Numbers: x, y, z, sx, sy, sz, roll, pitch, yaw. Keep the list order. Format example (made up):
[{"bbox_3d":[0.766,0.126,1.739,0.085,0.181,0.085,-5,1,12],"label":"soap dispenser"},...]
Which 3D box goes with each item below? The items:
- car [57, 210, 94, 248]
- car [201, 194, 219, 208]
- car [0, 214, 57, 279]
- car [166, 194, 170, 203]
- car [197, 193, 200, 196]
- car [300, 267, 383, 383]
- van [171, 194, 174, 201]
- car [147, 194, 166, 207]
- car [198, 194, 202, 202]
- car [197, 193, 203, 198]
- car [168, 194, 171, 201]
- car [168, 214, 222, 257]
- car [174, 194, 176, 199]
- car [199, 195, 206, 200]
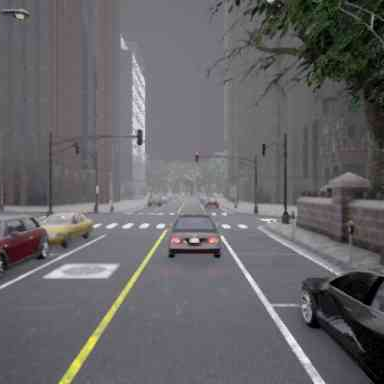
[{"bbox_3d":[-5.768,1.526,14.831,1.752,1.417,4.829,0,0,0],"label":"car"},{"bbox_3d":[2.743,1.438,46.975,1.967,1.590,4.097,0,0,0],"label":"car"},{"bbox_3d":[-5.766,1.441,9.544,1.967,1.590,4.097,0,0,0],"label":"car"},{"bbox_3d":[-5.789,1.588,63.284,1.802,1.307,4.206,0,0,0],"label":"car"},{"bbox_3d":[2.729,1.534,79.770,1.752,1.417,4.829,0,0,0],"label":"car"},{"bbox_3d":[2.761,1.564,4.093,1.947,1.339,4.313,0,0,0],"label":"car"},{"bbox_3d":[-5.797,1.353,79.597,1.690,1.788,3.998,0,0,0],"label":"van"},{"bbox_3d":[-5.785,1.318,52.409,2.192,1.841,5.009,0,0,0],"label":"car"},{"bbox_3d":[2.736,1.553,63.287,2.008,1.369,4.403,0,0,0],"label":"car"},{"bbox_3d":[2.731,1.551,74.163,1.887,1.381,4.507,0,0,0],"label":"car"},{"bbox_3d":[-5.792,1.533,68.552,1.752,1.417,4.829,0,0,0],"label":"car"},{"bbox_3d":[0.085,1.545,12.805,2.033,1.411,5.357,0,0,0],"label":"car"},{"bbox_3d":[-5.799,1.566,85.034,2.008,1.369,4.403,0,0,0],"label":"car"},{"bbox_3d":[2.724,1.539,90.645,1.752,1.417,4.829,0,0,0],"label":"car"}]
